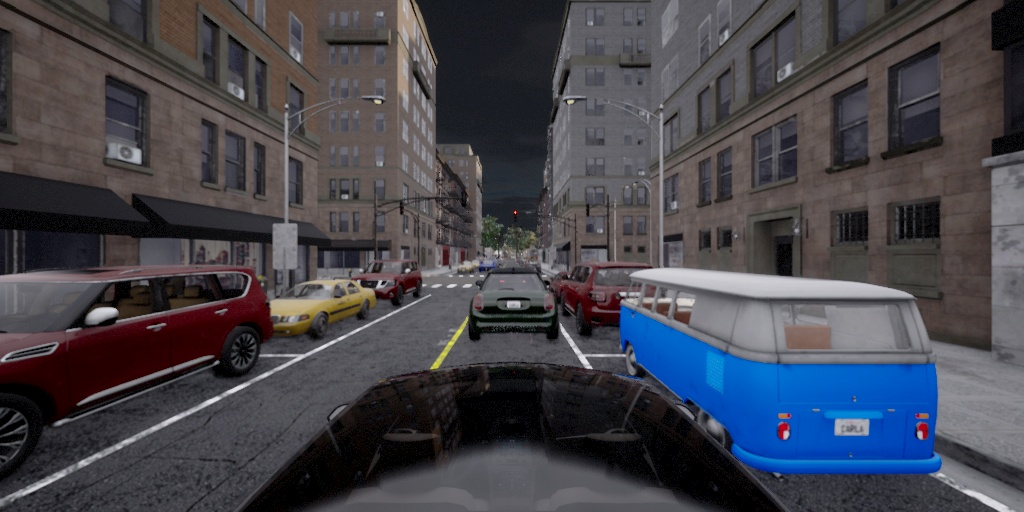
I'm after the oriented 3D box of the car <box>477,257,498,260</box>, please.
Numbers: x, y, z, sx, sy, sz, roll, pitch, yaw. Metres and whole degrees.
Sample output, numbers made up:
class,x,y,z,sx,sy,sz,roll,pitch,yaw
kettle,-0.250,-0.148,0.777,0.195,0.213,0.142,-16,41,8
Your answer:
class,x,y,z,sx,sy,sz,roll,pitch,yaw
car,-2.906,1.198,43.231,1.882,1.535,5.008,0,0,0

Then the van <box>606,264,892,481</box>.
class,x,y,z,sx,sy,sz,roll,pitch,yaw
van,2.634,1.089,4.631,1.690,1.789,3.998,0,0,0

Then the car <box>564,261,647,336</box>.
class,x,y,z,sx,sy,sz,roll,pitch,yaw
car,2.625,1.059,10.310,2.192,1.841,5.009,0,0,0

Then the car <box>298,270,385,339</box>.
class,x,y,z,sx,sy,sz,roll,pitch,yaw
car,-5.412,1.269,10.128,1.751,1.417,4.829,0,0,0

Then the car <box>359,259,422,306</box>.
class,x,y,z,sx,sy,sz,roll,pitch,yaw
car,-5.422,1.054,15.977,2.192,1.841,5.009,0,0,0

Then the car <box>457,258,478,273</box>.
class,x,y,z,sx,sy,sz,roll,pitch,yaw
car,-5.478,1.246,42.815,1.751,1.417,4.829,0,0,0

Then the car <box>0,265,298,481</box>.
class,x,y,z,sx,sy,sz,roll,pitch,yaw
car,-5.402,1.063,4.621,2.192,1.841,5.009,0,0,0

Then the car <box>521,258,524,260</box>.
class,x,y,z,sx,sy,sz,roll,pitch,yaw
car,2.567,1.262,48.479,1.888,1.381,4.507,0,0,0

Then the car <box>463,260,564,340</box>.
class,x,y,z,sx,sy,sz,roll,pitch,yaw
car,0.022,1.096,10.077,2.097,1.767,4.553,0,0,0

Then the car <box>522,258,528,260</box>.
class,x,y,z,sx,sy,sz,roll,pitch,yaw
car,2.575,1.271,42.997,2.007,1.370,4.403,0,0,0
